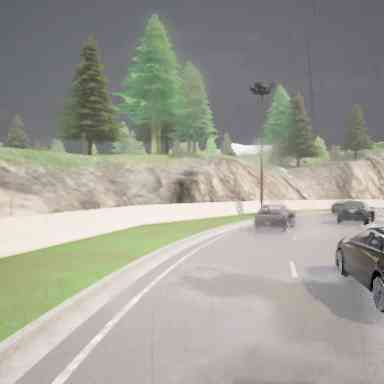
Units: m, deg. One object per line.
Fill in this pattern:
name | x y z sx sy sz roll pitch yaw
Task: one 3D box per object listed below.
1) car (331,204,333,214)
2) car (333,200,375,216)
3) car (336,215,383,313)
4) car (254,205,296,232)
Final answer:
car | 16.538 1.634 35.371 4.902 1.511 2.128 0 0 -43
car | 12.735 1.462 25.637 2.097 1.767 4.553 1 0 35
car | 4.674 1.532 7.499 2.128 1.511 4.902 0 0 10
car | 5.251 1.537 20.622 2.128 1.511 4.902 0 0 26
